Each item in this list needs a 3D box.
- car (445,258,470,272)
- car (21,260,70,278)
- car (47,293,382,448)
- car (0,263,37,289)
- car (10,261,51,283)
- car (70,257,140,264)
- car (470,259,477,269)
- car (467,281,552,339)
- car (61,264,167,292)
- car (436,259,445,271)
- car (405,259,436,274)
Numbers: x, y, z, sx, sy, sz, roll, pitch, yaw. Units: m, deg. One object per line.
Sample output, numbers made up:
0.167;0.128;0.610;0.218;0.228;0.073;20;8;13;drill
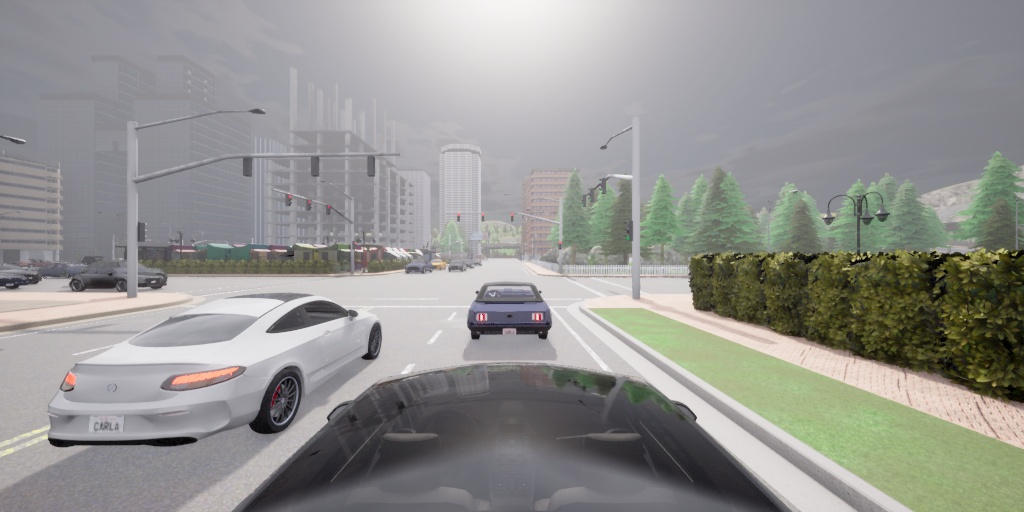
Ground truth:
-7.090;1.255;46.914;1.837;1.490;4.892;0;0;0;car
-39.990;1.297;31.929;5.357;1.411;2.033;0;0;2;car
-3.507;1.276;5.376;1.812;1.442;4.674;0;0;-1;car
-31.962;1.297;21.013;5.357;1.411;2.033;0;0;1;car
-35.371;1.255;24.608;4.892;1.490;1.837;0;0;2;car
-26.327;1.102;24.366;4.553;1.767;2.097;0;0;2;car
-7.069;1.254;56.128;1.837;1.490;4.892;0;0;0;car
-0.092;1.351;9.984;1.895;1.301;4.718;0;0;-1;car
-22.706;1.314;20.767;4.181;1.385;1.994;0;0;1;car
-10.582;1.228;50.534;1.882;1.535;5.008;0;0;0;car
-10.727;1.102;41.572;2.097;1.767;4.553;0;0;3;car
